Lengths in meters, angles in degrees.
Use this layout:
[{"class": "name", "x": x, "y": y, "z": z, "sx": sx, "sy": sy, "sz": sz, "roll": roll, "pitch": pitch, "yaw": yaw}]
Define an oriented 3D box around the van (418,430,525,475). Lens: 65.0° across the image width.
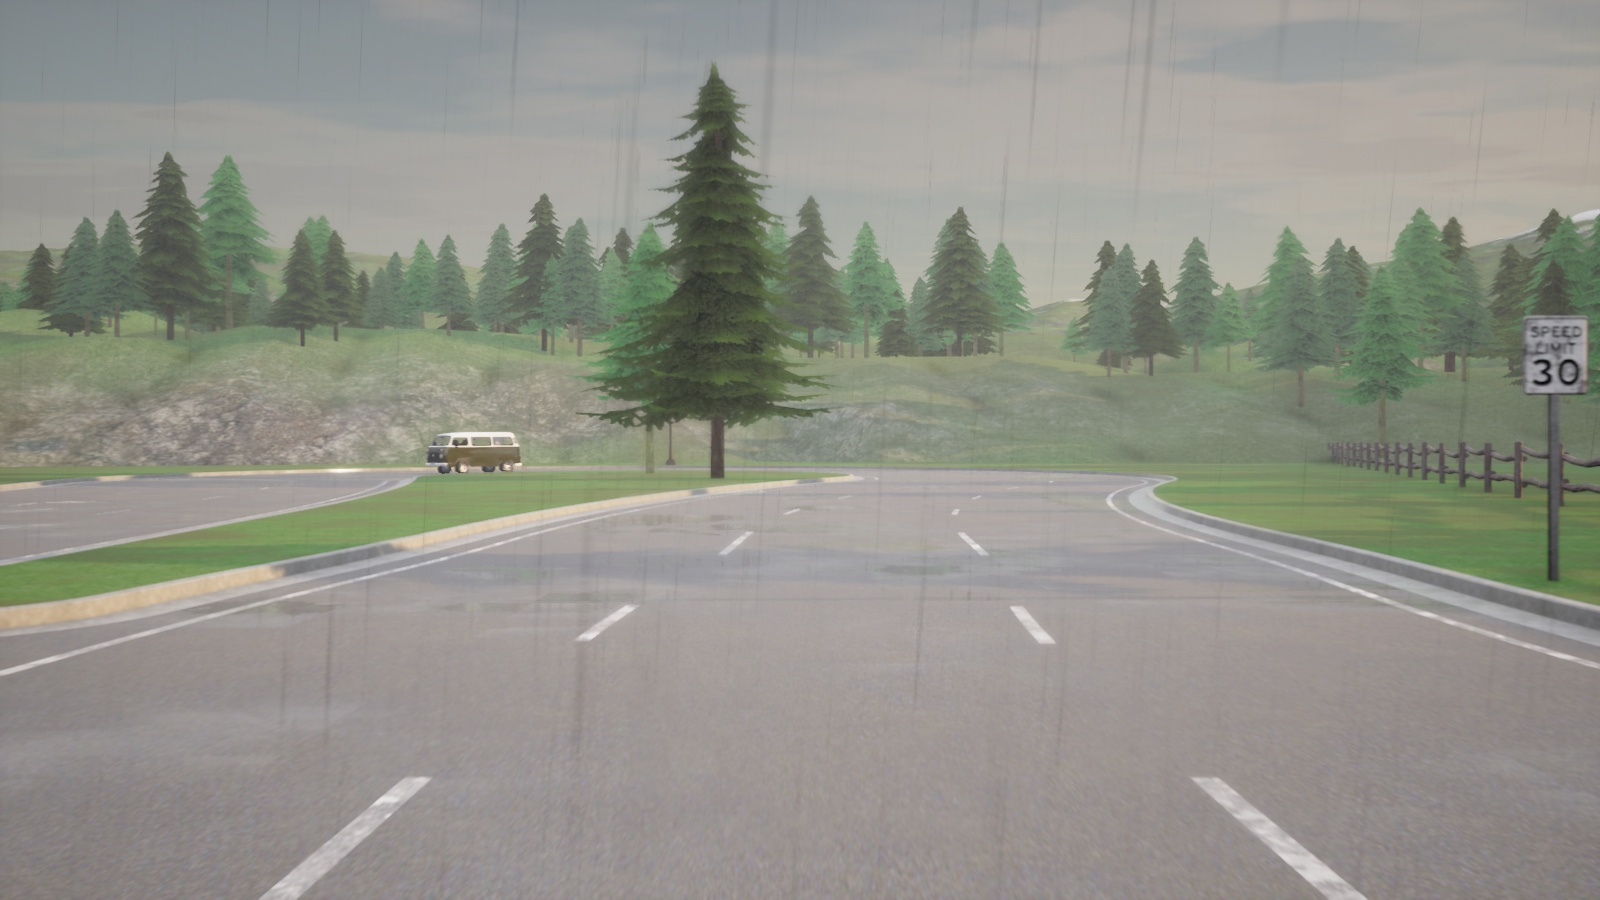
[{"class": "van", "x": -15.575, "y": 0.121, "z": 59.712, "sx": 2.069, "sy": 2.038, "sz": 4.480, "roll": 0, "pitch": 0, "yaw": 41}]
